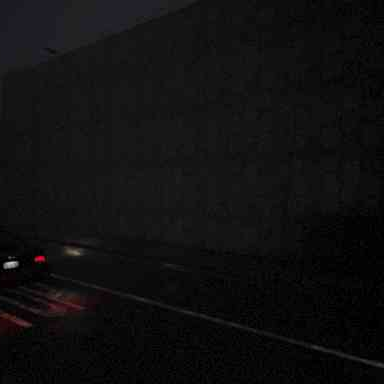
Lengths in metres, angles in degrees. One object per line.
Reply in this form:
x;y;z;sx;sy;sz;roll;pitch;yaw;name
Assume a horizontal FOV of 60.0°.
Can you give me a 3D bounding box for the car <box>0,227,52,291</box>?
-5.595;1.460;8.030;5.357;1.411;2.033;1;0;36;car
